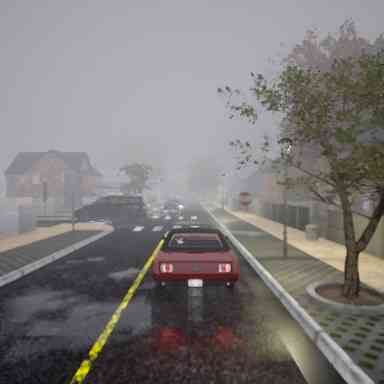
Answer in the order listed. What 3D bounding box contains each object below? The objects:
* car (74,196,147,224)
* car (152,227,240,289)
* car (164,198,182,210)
[{"bbox_3d":[-6.256,1.294,25.602,5.566,2.045,2.150,0,0,13],"label":"car"},{"bbox_3d":[0.086,1.625,9.199,1.895,1.301,4.718,0,0,0],"label":"car"},{"bbox_3d":[-2.846,1.715,46.636,2.033,1.411,5.357,0,0,0],"label":"car"}]
